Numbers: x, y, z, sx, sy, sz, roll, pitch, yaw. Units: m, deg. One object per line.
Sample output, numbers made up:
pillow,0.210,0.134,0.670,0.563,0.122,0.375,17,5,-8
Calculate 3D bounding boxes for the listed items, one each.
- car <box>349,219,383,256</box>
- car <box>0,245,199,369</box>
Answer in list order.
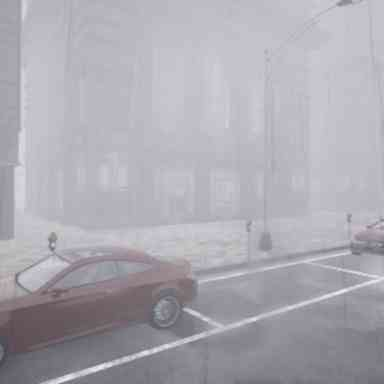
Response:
car,7.365,1.589,11.900,4.206,1.307,1.802,0,0,-36
car,-1.812,1.582,5.353,4.206,1.307,1.802,0,0,-36
